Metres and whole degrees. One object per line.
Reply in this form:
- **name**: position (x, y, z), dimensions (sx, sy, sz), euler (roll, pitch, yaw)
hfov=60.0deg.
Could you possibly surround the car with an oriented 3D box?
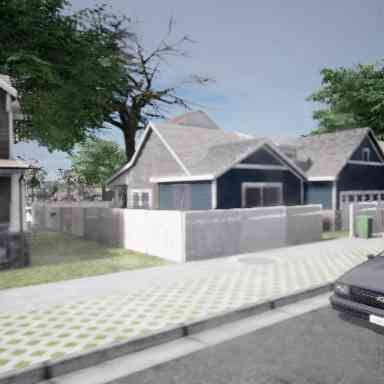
- **car**: position (4.944, 1.502, 6.467), dimensions (5.357, 1.411, 2.033), euler (0, 0, -35)
